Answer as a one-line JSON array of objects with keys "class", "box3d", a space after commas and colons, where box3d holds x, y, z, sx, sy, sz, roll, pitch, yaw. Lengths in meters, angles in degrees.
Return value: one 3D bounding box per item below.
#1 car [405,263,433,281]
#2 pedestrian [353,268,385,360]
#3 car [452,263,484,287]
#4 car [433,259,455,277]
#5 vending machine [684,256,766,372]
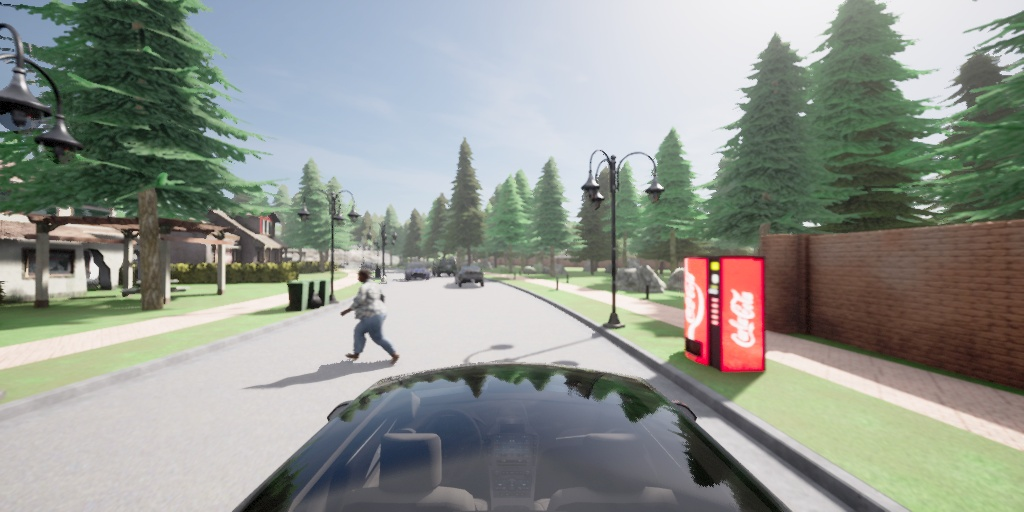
[{"class": "car", "box3d": [-8.969, 1.413, 33.826, 2.097, 1.767, 4.553, 0, -1, -18]}, {"class": "pedestrian", "box3d": [-2.692, 1.094, 6.779, 0.375, 1.860, 0.375, 0, -1, -3]}, {"class": "car", "box3d": [-3.262, 1.496, 27.131, 1.837, 1.490, 4.892, 0, -1, -13]}, {"class": "car", "box3d": [-7.924, 1.362, 42.009, 2.150, 2.045, 5.566, 0, 0, -21]}, {"class": "vending machine", "box3d": [3.752, 0.987, 6.407, 1.100, 2.100, 0.880, 0, 0, -3]}]
